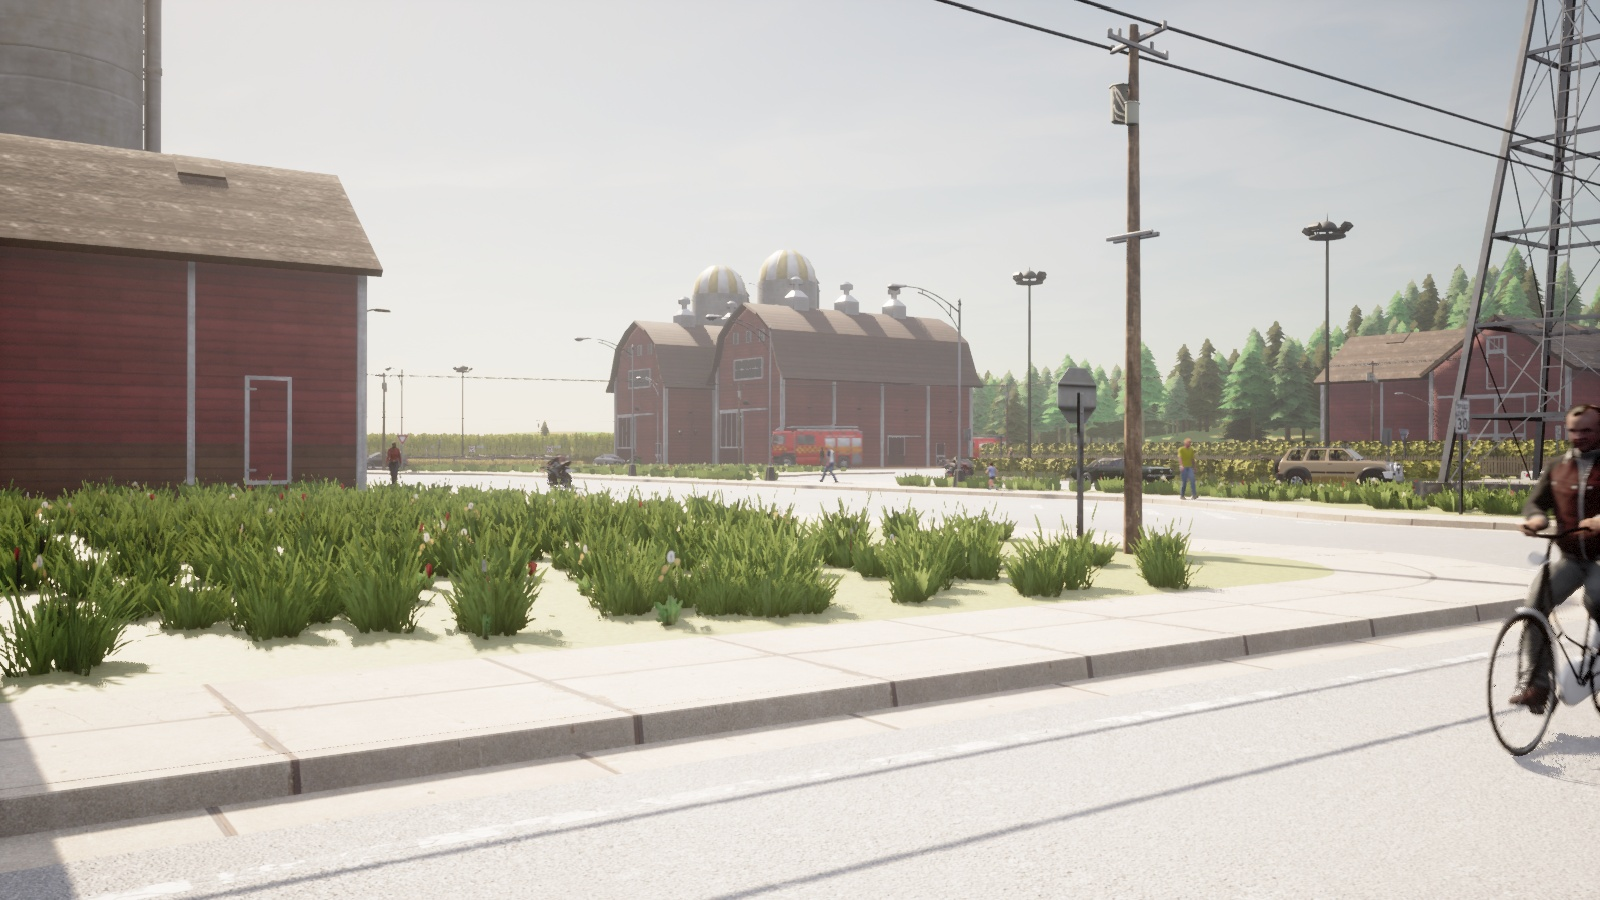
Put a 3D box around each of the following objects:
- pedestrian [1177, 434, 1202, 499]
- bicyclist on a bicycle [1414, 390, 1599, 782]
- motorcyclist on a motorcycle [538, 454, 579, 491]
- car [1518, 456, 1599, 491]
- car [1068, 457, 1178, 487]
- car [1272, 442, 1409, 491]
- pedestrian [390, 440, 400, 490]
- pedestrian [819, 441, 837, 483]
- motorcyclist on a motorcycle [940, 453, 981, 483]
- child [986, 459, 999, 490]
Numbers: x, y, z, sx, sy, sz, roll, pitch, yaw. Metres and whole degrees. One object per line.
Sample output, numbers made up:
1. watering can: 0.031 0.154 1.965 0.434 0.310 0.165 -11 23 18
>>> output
1. pedestrian: 11.216 0.465 36.159 0.354 1.836 0.706 0 0 -16
2. bicyclist on a bicycle: 3.987 0.623 6.515 1.843 1.776 0.659 0 -1 -37
3. motorcyclist on a motorcycle: -10.244 0.932 53.292 0.866 1.530 2.191 0 0 -36
4. car: 30.457 0.899 48.582 4.718 1.301 1.895 0 0 -17
5. car: 14.635 0.954 57.085 1.895 1.301 4.718 0 0 -35
6. car: 21.283 0.637 49.506 4.605 1.855 1.932 0 0 38
7. pedestrian: -15.042 0.546 46.638 0.331 1.846 0.636 0 0 -21
8. pedestrian: 1.253 0.538 56.537 0.706 1.836 0.354 0 0 33
9. motorcyclist on a motorcycle: 8.405 0.923 65.804 0.866 1.530 2.191 0 0 -36
10. child: 6.876 0.876 44.958 0.255 1.110 0.394 0 0 -38
